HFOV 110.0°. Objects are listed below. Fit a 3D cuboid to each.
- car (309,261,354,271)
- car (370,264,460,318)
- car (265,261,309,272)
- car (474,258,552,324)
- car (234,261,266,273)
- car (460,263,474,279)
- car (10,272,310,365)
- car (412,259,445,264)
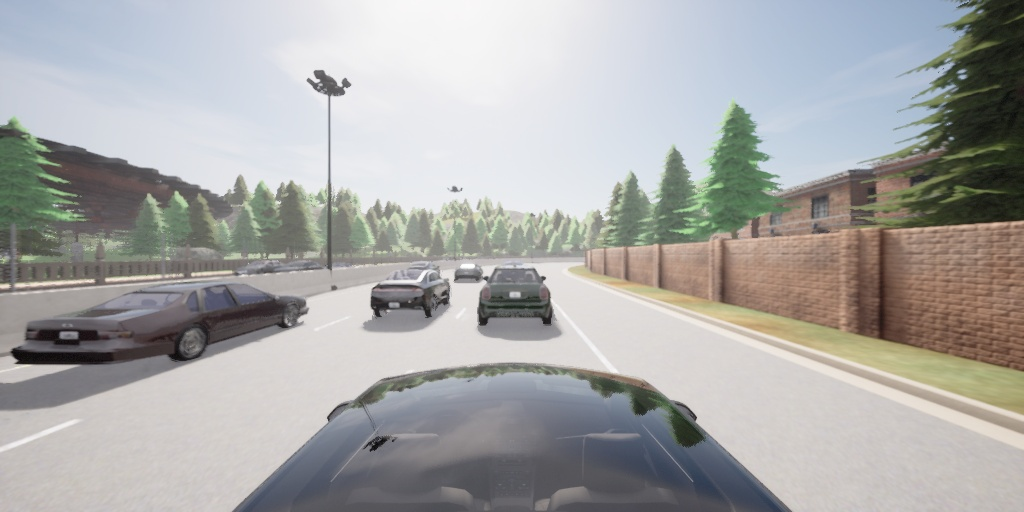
[{"bbox_3d":[-14.033,1.219,28.954,1.994,1.385,4.181,0,0,1],"label":"car"},{"bbox_3d":[-3.407,1.203,12.817,2.128,1.511,4.902,0,0,0],"label":"car"},{"bbox_3d":[-17.528,1.157,29.593,1.837,1.490,4.892,0,0,1],"label":"car"},{"bbox_3d":[0.090,1.066,11.878,2.097,1.767,4.553,0,0,0],"label":"car"},{"bbox_3d":[-21.015,1.141,30.312,2.128,1.511,4.902,0,0,1],"label":"car"},{"bbox_3d":[-3.398,1.220,28.764,1.994,1.385,4.181,0,0,0],"label":"car"},{"bbox_3d":[-6.917,1.275,8.116,2.033,1.411,5.357,0,0,0],"label":"car"},{"bbox_3d":[-6.901,1.163,28.170,1.837,1.490,4.892,0,0,0],"label":"car"}]
